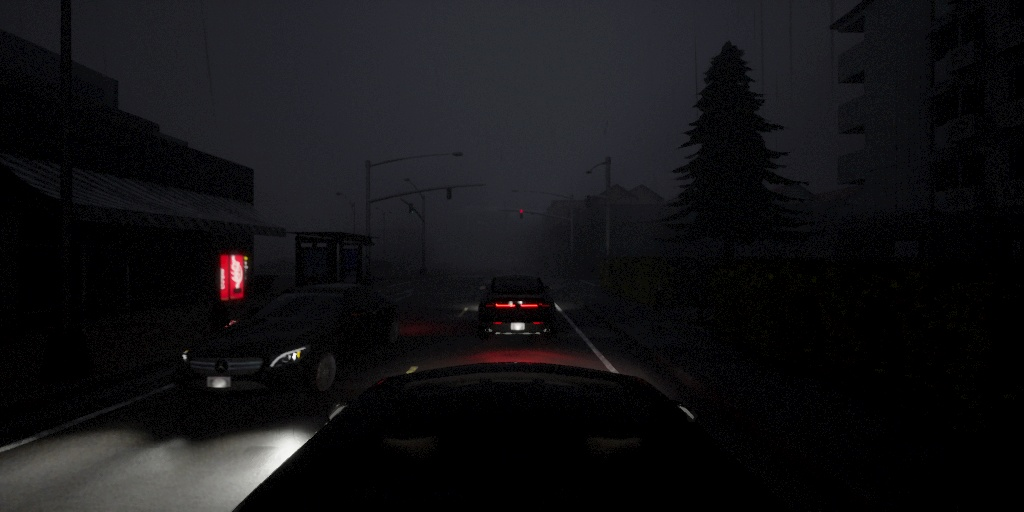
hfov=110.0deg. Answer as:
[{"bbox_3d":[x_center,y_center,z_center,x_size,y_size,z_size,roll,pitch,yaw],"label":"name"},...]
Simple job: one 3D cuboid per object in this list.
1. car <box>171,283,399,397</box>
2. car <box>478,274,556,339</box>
[{"bbox_3d":[-3.539,1.275,6.701,1.812,1.442,4.674,0,0,1],"label":"car"},{"bbox_3d":[0.117,1.253,10.062,1.837,1.490,4.892,0,0,0],"label":"car"}]
